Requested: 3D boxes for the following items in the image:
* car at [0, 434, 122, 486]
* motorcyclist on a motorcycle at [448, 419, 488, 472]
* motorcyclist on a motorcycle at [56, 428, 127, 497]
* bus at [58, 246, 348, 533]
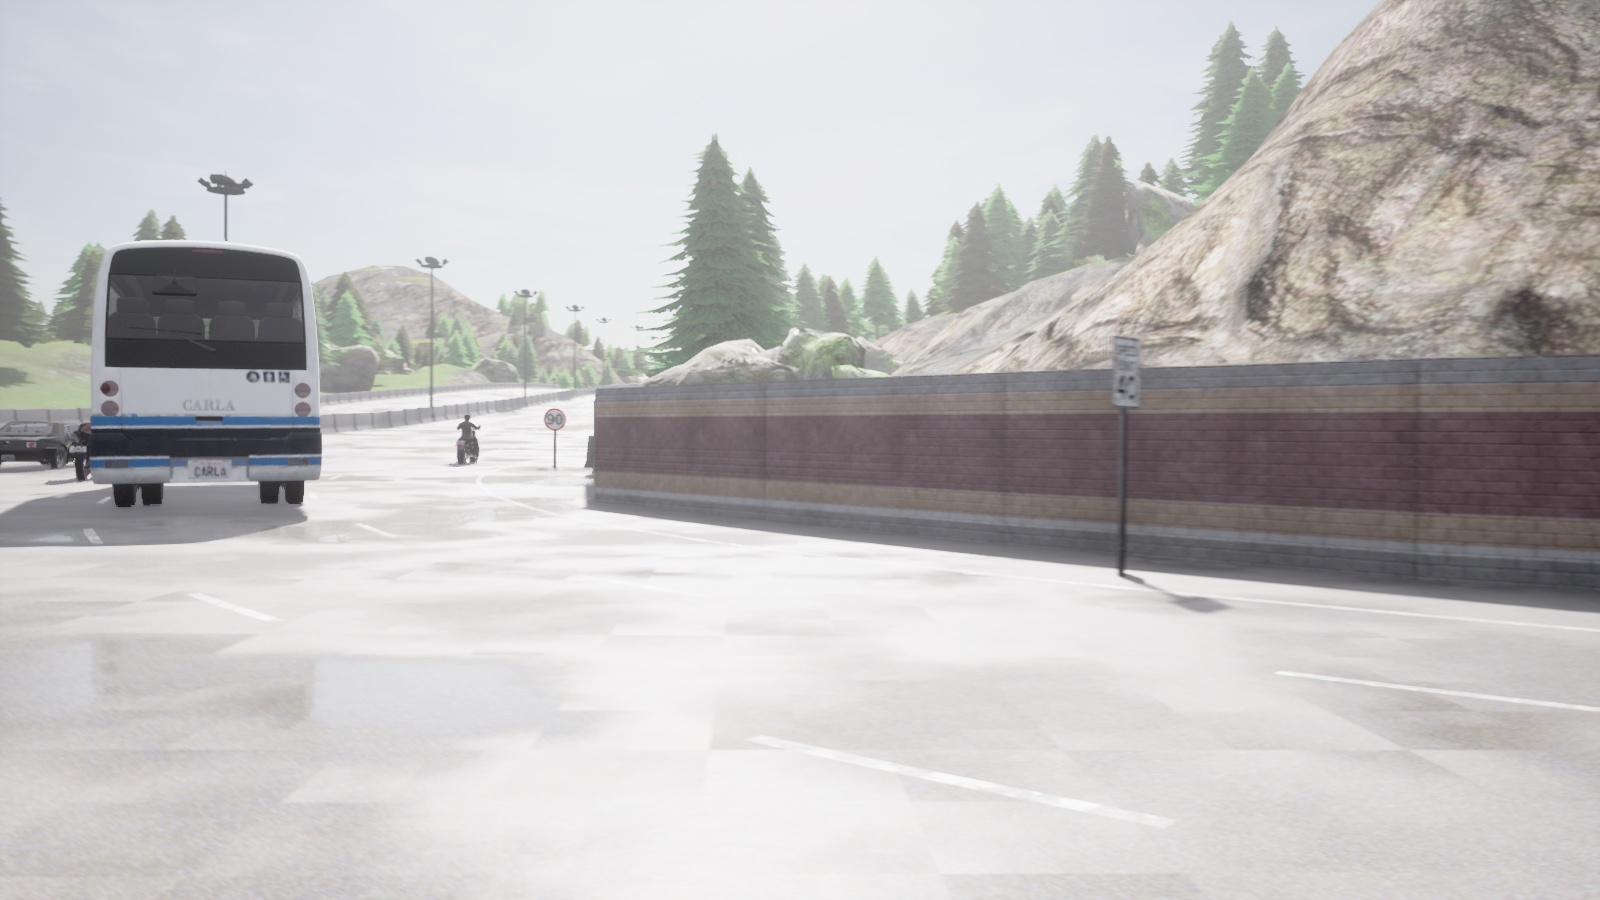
[{"bbox_3d":[-21.007,0.222,35.179,1.895,1.301,4.718,-1,1,-6],"label":"car"},{"bbox_3d":[-10.767,-0.171,40.799,0.766,1.649,2.350,0,2,-2],"label":"motorcyclist on a motorcycle"},{"bbox_3d":[-16.546,0.268,29.388,0.866,1.530,2.191,0,1,-14],"label":"motorcyclist on a motorcycle"},{"bbox_3d":[-11.274,-1.044,24.103,3.944,4.253,10.273,-2,2,-25],"label":"bus"}]
